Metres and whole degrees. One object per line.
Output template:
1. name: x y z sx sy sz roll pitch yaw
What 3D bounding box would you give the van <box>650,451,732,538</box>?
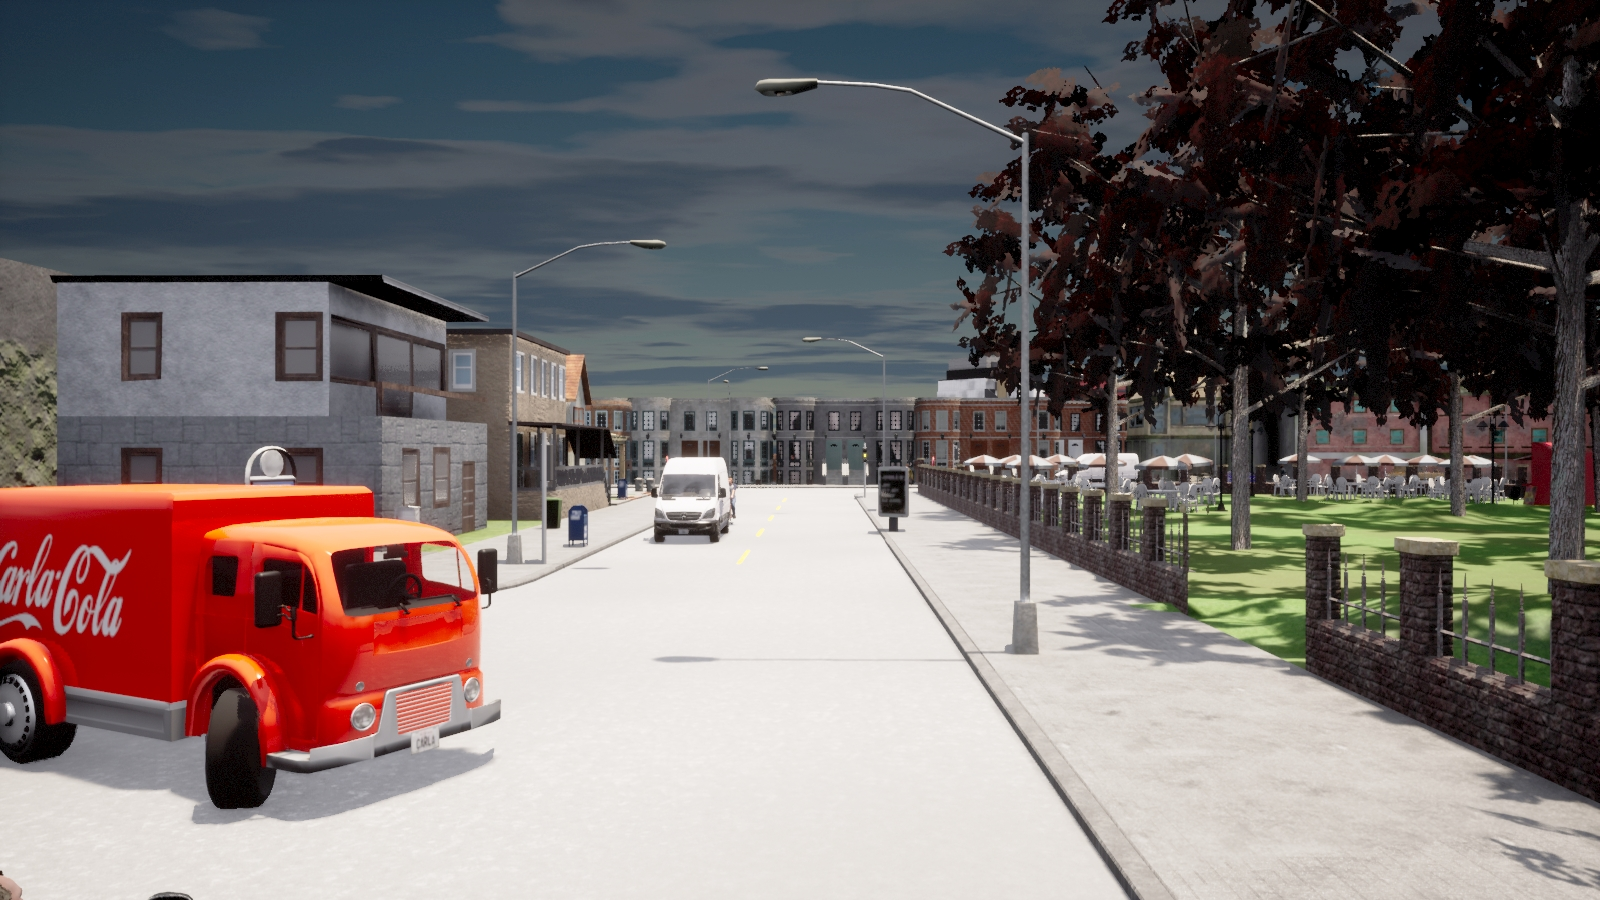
1. van: -3.393 1.314 36.728 1.988 2.561 5.915 0 0 1

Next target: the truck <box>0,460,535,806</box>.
1. truck: -5.365 1.348 10.684 5.204 2.467 2.627 0 0 29

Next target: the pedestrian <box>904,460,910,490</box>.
1. pedestrian: 6.553 1.516 69.897 0.375 1.860 0.375 0 0 3

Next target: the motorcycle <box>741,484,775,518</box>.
1. motorcycle: -1.677 1.985 45.065 0.867 1.251 2.209 0 0 -15
